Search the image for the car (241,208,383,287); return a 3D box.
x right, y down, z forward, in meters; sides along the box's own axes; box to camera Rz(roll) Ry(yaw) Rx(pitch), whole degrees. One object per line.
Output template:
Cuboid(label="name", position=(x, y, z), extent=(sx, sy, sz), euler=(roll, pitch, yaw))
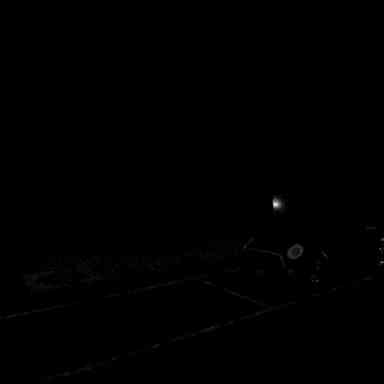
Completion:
Cuboid(label="car", position=(3.181, 1.240, 8.588), extent=(4.097, 1.590, 1.967), euler=(-2, 0, -34))
